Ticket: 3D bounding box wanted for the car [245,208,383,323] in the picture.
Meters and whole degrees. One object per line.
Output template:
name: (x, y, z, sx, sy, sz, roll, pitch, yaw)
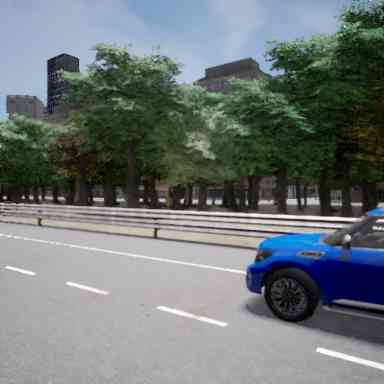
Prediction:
car: (3.690, 1.223, 5.537, 5.566, 2.045, 2.150, 0, 0, 36)
